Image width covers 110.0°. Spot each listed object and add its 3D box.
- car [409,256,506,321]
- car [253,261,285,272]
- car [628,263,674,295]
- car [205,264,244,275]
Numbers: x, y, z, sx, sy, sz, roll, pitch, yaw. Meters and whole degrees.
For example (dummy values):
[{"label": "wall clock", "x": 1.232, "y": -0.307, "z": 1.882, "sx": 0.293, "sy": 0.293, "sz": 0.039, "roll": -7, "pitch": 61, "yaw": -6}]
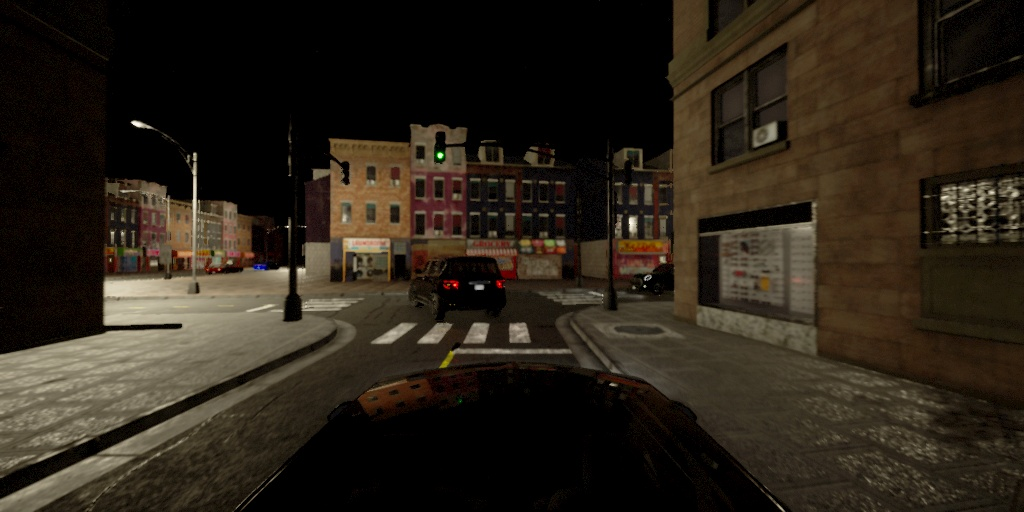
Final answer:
[{"label": "car", "x": -2.143, "y": 1.016, "z": 12.963, "sx": 2.150, "sy": 2.045, "sz": 5.566, "roll": 1, "pitch": 0, "yaw": -26}, {"label": "car", "x": -36.639, "y": 1.541, "z": 53.713, "sx": 1.882, "sy": 1.535, "sz": 5.008, "roll": 0, "pitch": 0, "yaw": -10}, {"label": "car", "x": 8.901, "y": 1.161, "z": 20.094, "sx": 4.553, "sy": 1.767, "sz": 2.097, "roll": 0, "pitch": -1, "yaw": -10}, {"label": "car", "x": -34.897, "y": 1.612, "z": 43.707, "sx": 1.895, "sy": 1.301, "sz": 4.718, "roll": 0, "pitch": 0, "yaw": -10}]
